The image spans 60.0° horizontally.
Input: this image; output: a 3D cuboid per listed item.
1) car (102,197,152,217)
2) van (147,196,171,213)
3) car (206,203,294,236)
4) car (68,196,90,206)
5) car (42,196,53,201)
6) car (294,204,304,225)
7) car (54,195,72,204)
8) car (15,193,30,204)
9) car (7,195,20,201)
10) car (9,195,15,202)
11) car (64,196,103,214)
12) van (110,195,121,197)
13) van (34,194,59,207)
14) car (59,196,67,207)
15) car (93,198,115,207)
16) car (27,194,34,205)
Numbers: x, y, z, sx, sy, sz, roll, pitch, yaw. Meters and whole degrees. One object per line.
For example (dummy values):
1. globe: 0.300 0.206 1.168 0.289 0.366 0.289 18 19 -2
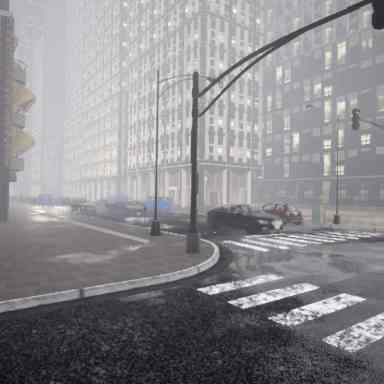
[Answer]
1. car: -6.101 1.478 30.800 2.033 1.411 5.357 1 -1 -35
2. van: -3.917 1.381 37.761 1.690 1.788 3.998 1 -1 -35
3. car: 2.765 1.446 18.210 2.128 1.511 4.902 1 -1 -35
4. car: -18.232 1.456 53.584 2.128 1.511 4.902 1 -1 -35
5. car: -36.445 1.569 83.942 1.802 1.307 4.206 1 -1 -35
6. car: 5.839 1.503 23.905 1.967 1.590 4.097 1 -1 -35
7. car: -24.014 1.433 61.795 1.882 1.535 5.008 1 -1 -35
8. car: -30.281 1.154 60.647 2.192 1.841 5.009 1 -1 -35
9. car: -40.041 1.377 74.500 2.008 1.369 4.403 1 -1 -35
10. car: -36.790 1.396 69.882 1.947 1.339 4.313 1 -1 -35
11. car: -10.772 1.426 32.935 2.008 1.369 4.403 1 -1 -35
12. van: -10.421 1.367 46.998 1.690 1.788 3.998 1 -1 -35
13. van: -20.525 1.196 46.792 1.690 1.788 3.998 1 -1 -35
14. car: -18.295 1.509 48.260 1.895 1.301 4.718 1 -1 -35
15. car: -13.678 1.585 51.614 1.947 1.339 4.313 1 -1 -35
16. car: -23.781 1.431 51.408 1.802 1.307 4.206 1 -1 -35
